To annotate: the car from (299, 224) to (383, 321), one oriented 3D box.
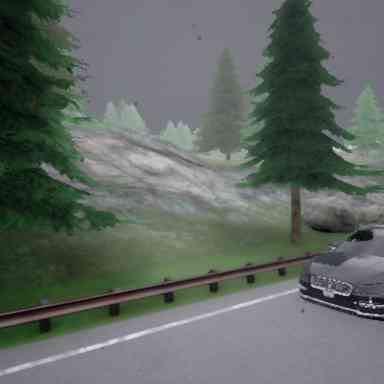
[{"bbox_3d":[4.286,1.477,6.985,4.892,1.490,1.837,0,0,-35],"label":"car"}]
